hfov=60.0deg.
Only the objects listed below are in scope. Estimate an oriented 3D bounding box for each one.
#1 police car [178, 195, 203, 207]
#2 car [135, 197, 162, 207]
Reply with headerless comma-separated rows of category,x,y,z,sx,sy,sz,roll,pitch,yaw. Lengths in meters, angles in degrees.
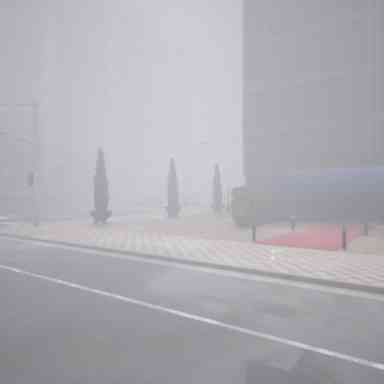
police car,-0.863,1.560,53.650,2.038,1.542,4.974,0,0,36
car,-6.726,1.539,51.659,1.882,1.535,5.008,0,0,36
